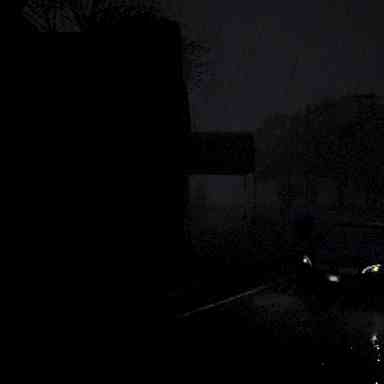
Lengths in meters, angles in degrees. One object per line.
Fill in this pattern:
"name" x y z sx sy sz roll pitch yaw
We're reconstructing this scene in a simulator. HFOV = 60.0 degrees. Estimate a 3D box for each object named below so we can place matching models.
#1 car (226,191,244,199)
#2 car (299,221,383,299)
"car" 12.966 1.279 93.568 4.674 1.452 2.002 -1 4 -20
"car" 4.461 1.541 8.787 1.812 1.442 4.674 0 0 40
